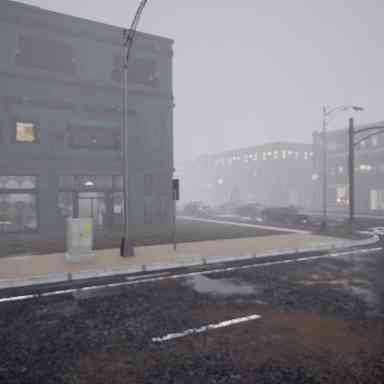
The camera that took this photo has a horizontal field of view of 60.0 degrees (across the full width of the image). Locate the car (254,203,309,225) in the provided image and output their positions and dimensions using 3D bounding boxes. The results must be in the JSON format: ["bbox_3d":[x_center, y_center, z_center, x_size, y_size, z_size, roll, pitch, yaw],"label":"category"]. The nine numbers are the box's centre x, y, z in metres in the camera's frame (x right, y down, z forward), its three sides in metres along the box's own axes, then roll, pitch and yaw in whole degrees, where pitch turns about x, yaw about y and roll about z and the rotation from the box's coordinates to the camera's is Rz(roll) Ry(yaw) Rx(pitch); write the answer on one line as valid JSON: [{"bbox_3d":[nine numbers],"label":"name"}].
[{"bbox_3d":[7.323,1.828,26.666,1.947,1.339,4.313,-1,0,-29],"label":"car"}]

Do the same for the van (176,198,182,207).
[{"bbox_3d":[-2.661,1.925,62.304,1.690,1.788,3.998,-1,0,-29],"label":"van"}]

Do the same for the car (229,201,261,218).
[{"bbox_3d":[6.158,1.885,34.400,1.994,1.385,4.181,-1,0,-29],"label":"car"}]

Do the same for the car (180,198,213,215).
[{"bbox_3d":[0.715,1.859,38.870,1.967,1.590,4.097,-1,0,-29],"label":"car"}]

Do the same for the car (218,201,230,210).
[{"bbox_3d":[5.376,1.985,47.769,1.802,1.307,4.206,-1,0,-29],"label":"car"}]

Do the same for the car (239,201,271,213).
[{"bbox_3d":[8.053,1.924,42.925,1.802,1.307,4.206,-1,0,-29],"label":"car"}]
